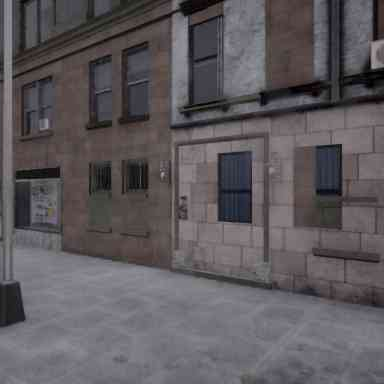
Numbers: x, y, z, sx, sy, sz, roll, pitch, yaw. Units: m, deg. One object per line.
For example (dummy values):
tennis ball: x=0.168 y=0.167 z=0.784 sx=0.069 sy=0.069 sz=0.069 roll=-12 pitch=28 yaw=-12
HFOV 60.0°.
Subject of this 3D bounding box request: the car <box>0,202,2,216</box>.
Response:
car: x=-17.617 y=1.529 z=28.393 sx=2.033 sy=1.411 sz=5.357 roll=0 pitch=0 yaw=36
